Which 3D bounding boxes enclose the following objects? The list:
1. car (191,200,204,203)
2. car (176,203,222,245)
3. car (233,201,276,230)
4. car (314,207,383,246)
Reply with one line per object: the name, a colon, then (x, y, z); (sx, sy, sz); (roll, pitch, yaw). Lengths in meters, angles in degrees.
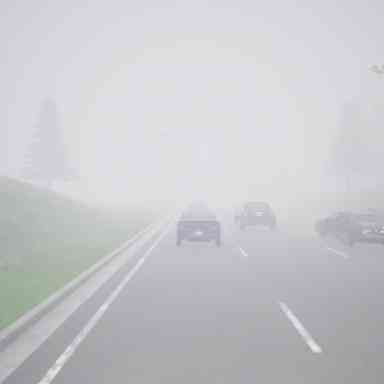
car: (0.597, 1.531, 33.494); (1.994, 1.385, 4.181); (0, 0, 1)
car: (0.298, 1.463, 15.411); (1.882, 1.535, 5.008); (0, 0, 1)
car: (3.896, 1.337, 21.299); (2.097, 1.767, 4.553); (0, 0, 1)
car: (7.287, 1.543, 15.063); (2.033, 1.411, 5.357); (0, 0, 1)
